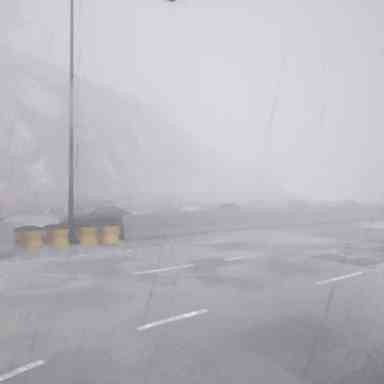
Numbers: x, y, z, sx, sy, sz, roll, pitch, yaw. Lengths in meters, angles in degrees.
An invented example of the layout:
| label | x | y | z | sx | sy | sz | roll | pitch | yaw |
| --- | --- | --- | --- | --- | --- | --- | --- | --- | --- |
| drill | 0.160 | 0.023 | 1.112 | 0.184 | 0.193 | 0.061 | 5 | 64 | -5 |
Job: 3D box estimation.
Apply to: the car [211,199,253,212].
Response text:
| label | x | y | z | sx | sy | sz | roll | pitch | yaw |
| --- | --- | --- | --- | --- | --- | --- | --- | --- | --- |
| car | 5.096 | 1.664 | 41.904 | 5.357 | 1.411 | 2.033 | 0 | 0 | -36 |

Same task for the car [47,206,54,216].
| label | x | y | z | sx | sy | sz | roll | pitch | yaw |
| --- | --- | --- | --- | --- | --- | --- | --- | --- | --- |
| car | -10.715 | 1.528 | 30.738 | 4.902 | 1.511 | 2.128 | 0 | 0 | -35 |

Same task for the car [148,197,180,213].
| label | x | y | z | sx | sy | sz | roll | pitch | yaw |
| --- | --- | --- | --- | --- | --- | --- | --- | --- | --- |
| car | -2.567 | 1.430 | 36.515 | 4.553 | 1.767 | 2.097 | 0 | 0 | -35 |

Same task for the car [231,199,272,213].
| label | x | y | z | sx | sy | sz | roll | pitch | yaw |
| --- | --- | --- | --- | --- | --- | --- | --- | --- | --- |
| car | 6.973 | 1.621 | 38.946 | 4.892 | 1.490 | 1.837 | 0 | 0 | -35 |

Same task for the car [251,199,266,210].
| label | x | y | z | sx | sy | sz | roll | pitch | yaw |
| --- | --- | --- | --- | --- | --- | --- | --- | --- | --- |
| car | 8.401 | 1.677 | 35.694 | 4.181 | 1.385 | 1.994 | 0 | 0 | -35 |

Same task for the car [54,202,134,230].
| label | x | y | z | sx | sy | sz | roll | pitch | yaw |
| --- | --- | --- | --- | --- | --- | --- | --- | --- | --- |
| car | -5.950 | 1.555 | 21.244 | 4.674 | 1.442 | 1.812 | 0 | 0 | -35 |

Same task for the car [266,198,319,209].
| label | x | y | z | sx | sy | sz | roll | pitch | yaw |
| --- | --- | --- | --- | --- | --- | --- | --- | --- | --- |
| car | 9.790 | 1.461 | 32.411 | 4.553 | 1.767 | 2.097 | 0 | 0 | -35 |

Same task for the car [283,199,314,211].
| label | x | y | z | sx | sy | sz | roll | pitch | yaw |
| --- | --- | --- | --- | --- | --- | --- | --- | --- | --- |
| car | 14.178 | 1.716 | 44.169 | 4.181 | 1.385 | 1.994 | 0 | 0 | -38 |

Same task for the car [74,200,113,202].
| label | x | y | z | sx | sy | sz | roll | pitch | yaw |
| --- | --- | --- | --- | --- | --- | --- | --- | --- | --- |
| car | -6.905 | 1.583 | 24.867 | 5.357 | 1.411 | 2.033 | 0 | 0 | -36 |

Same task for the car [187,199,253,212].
| label | x | y | z | sx | sy | sz | roll | pitch | yaw |
| --- | --- | --- | --- | --- | --- | --- | --- | --- | --- |
| car | 2.326 | 1.576 | 27.136 | 4.892 | 1.490 | 1.837 | 0 | 0 | -35 |

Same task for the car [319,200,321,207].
| label | x | y | z | sx | sy | sz | roll | pitch | yaw |
| --- | --- | --- | --- | --- | --- | --- | --- | --- | --- |
| car | 15.680 | 1.697 | 40.933 | 5.357 | 1.411 | 2.033 | 0 | 0 | -36 |

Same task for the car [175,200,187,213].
| label | x | y | z | sx | sy | sz | roll | pitch | yaw |
| --- | --- | --- | --- | --- | --- | --- | --- | --- | --- |
| car | 1.200 | 1.677 | 30.622 | 4.718 | 1.301 | 1.895 | 0 | 0 | -35 |

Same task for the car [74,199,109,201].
| label | x | y | z | sx | sy | sz | roll | pitch | yaw |
| --- | --- | --- | --- | --- | --- | --- | --- | --- | --- |
| car | -8.448 | 1.390 | 28.056 | 4.553 | 1.767 | 2.097 | 0 | 0 | -35 |

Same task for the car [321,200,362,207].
| label | x | y | z | sx | sy | sz | roll | pitch | yaw |
| --- | --- | --- | --- | --- | --- | --- | --- | --- | --- |
| car | 17.292 | 1.625 | 37.775 | 5.008 | 1.535 | 1.882 | 0 | 0 | -36 |

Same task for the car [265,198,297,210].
| label | x | y | z | sx | sy | sz | roll | pitch | yaw |
| --- | --- | --- | --- | --- | --- | --- | --- | --- | --- |
| car | 12.792 | 1.634 | 47.569 | 5.008 | 1.535 | 1.882 | 0 | 0 | -38 |

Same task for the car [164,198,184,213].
| label | x | y | z | sx | sy | sz | roll | pitch | yaw |
| --- | --- | --- | --- | --- | --- | --- | --- | --- | --- |
| car | -0.312 | 1.643 | 33.815 | 4.181 | 1.385 | 1.994 | 0 | 0 | -34 |
